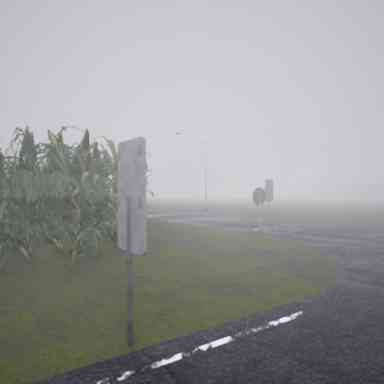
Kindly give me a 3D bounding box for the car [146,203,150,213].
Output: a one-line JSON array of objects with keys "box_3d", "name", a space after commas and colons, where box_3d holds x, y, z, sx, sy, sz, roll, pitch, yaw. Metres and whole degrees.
[{"box_3d": [-5.841, 1.257, 32.249, 2.128, 1.511, 4.902, 0, 1, -36], "name": "car"}]
